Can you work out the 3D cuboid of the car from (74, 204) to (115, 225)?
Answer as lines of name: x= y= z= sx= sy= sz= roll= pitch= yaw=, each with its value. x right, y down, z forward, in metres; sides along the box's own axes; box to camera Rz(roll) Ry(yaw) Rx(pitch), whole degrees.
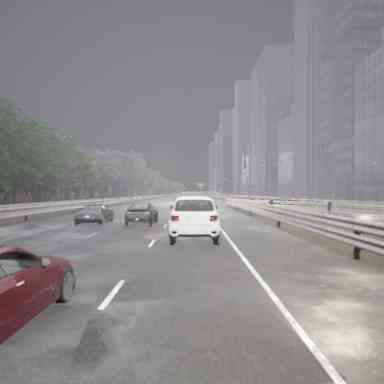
car: x=-6.908 y=1.574 z=23.922 sx=1.994 sy=1.385 sz=4.181 roll=0 pitch=0 yaw=0

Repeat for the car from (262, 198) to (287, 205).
car: x=12.185 y=1.595 z=49.578 sx=2.128 sy=1.511 sz=4.902 roll=0 pitch=0 yaw=-16

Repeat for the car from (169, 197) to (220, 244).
car: x=0.094 y=1.226 z=15.977 sx=2.150 sy=2.045 sz=5.566 roll=0 pitch=0 yaw=0

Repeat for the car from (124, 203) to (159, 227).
car: x=-3.408 y=1.501 z=23.073 sx=2.128 sy=1.511 sz=4.902 roll=0 pitch=0 yaw=0

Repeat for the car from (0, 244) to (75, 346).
car: x=-3.402 y=1.526 z=5.186 sx=1.812 sy=1.442 sz=4.674 roll=0 pitch=0 yaw=0

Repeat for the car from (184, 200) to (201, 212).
car: x=0.084 y=1.627 z=40.378 sx=1.895 sy=1.301 sz=4.718 roll=0 pitch=0 yaw=0
